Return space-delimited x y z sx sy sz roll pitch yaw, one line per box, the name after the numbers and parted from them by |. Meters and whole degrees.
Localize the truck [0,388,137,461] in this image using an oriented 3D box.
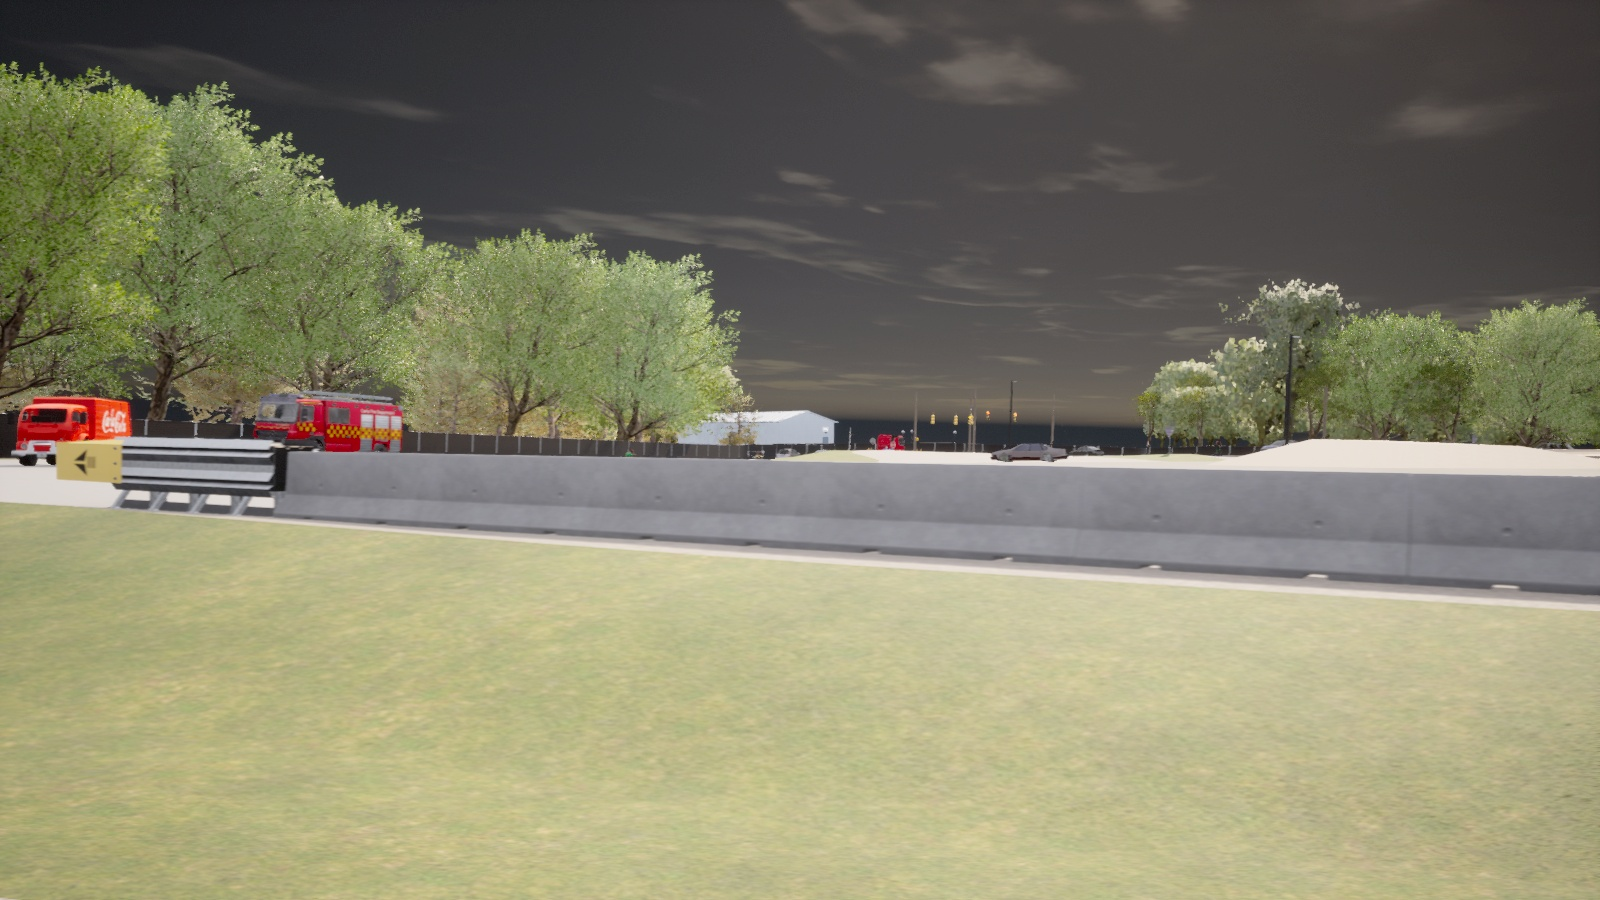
-26.294 -0.853 45.377 2.627 2.467 5.204 1 0 -9 | truck

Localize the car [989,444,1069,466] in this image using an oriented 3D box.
16.120 0.352 88.484 5.357 1.411 2.033 0 -2 17 | car

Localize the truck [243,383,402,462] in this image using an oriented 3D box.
-25.909 -1.423 68.755 2.891 3.827 8.468 3 0 23 | truck
